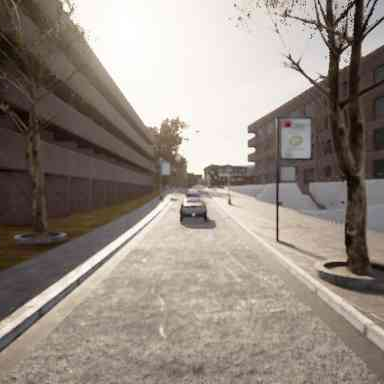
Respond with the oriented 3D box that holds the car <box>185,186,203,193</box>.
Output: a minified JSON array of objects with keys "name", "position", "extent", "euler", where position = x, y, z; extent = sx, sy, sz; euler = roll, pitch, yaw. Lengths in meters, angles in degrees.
[{"name":"car","position":[0.117,0.380,41.690],"extent":[1.812,1.442,4.674],"euler":[0,3,0]}]

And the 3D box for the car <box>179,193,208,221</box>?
[{"name":"car","position":[0.109,1.138,23.217],"extent":[2.128,1.511,4.902],"euler":[0,2,0]}]
